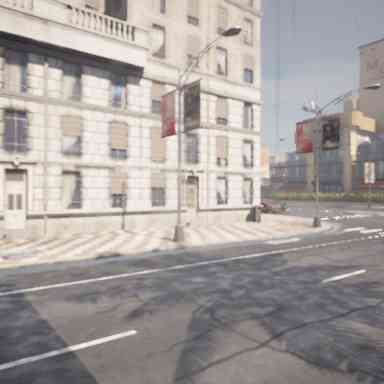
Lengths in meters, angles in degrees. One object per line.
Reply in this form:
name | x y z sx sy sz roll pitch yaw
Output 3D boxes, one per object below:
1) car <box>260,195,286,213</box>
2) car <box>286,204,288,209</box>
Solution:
car | 8.168 1.445 38.819 2.097 1.767 4.553 0 0 -36
car | 9.947 1.608 42.330 1.837 1.490 4.892 0 0 -35
